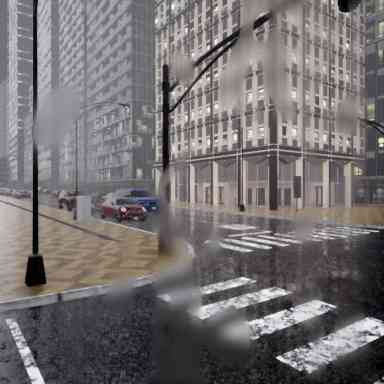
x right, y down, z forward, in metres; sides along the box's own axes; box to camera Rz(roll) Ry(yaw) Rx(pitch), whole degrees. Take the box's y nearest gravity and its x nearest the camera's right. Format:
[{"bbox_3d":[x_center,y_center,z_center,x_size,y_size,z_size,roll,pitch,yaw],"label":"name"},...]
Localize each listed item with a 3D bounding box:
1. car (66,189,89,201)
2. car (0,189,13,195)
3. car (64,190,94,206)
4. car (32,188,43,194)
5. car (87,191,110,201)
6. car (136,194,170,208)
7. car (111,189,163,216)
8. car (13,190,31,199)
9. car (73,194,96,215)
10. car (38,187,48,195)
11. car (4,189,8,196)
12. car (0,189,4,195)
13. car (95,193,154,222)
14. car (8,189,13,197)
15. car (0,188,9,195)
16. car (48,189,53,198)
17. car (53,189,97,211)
[{"bbox_3d":[-17.187,0.400,49.737,2.097,1.767,4.553,0,1,-36],"label":"car"},{"bbox_3d":[-40.283,0.016,72.100,1.947,1.339,4.313,1,0,-36],"label":"car"},{"bbox_3d":[-13.263,0.621,38.779,2.097,1.767,4.553,0,1,-35],"label":"car"},{"bbox_3d":[-40.002,-0.213,86.112,1.947,1.339,4.313,1,0,-36],"label":"car"},{"bbox_3d":[-14.050,0.644,49.829,1.947,1.339,4.313,1,0,-36],"label":"car"},{"bbox_3d":[-4.318,0.982,36.221,1.802,1.307,4.206,1,0,-36],"label":"car"},{"bbox_3d":[-4.367,0.787,26.327,2.150,2.045,5.566,0,1,-36],"label":"car"},{"bbox_3d":[-27.311,0.422,53.965,1.887,1.381,4.507,1,0,-36],"label":"car"},{"bbox_3d":[-7.855,1.103,26.762,1.802,1.307,4.206,1,0,-36],"label":"car"},{"bbox_3d":[-33.514,-0.020,77.041,1.887,1.381,4.507,1,0,-36],"label":"car"},{"bbox_3d":[-33.797,0.208,63.032,1.887,1.381,4.507,1,0,-36],"label":"car"},{"bbox_3d":[-37.040,0.107,67.566,2.008,1.369,4.403,1,0,-36],"label":"car"},{"bbox_3d":[-4.608,1.069,22.228,1.967,1.590,4.097,1,0,-36],"label":"car"},{"bbox_3d":[-30.554,0.321,58.498,2.008,1.369,4.403,1,0,-36],"label":"car"},{"bbox_3d":[-43.526,-0.112,76.633,1.887,1.381,4.507,1,0,-36],"label":"car"},{"bbox_3d":[-23.132,0.329,58.050,1.882,1.535,5.008,0,1,-36],"label":"car"},{"bbox_3d":[-11.090,0.729,31.295,2.192,1.841,5.009,1,0,-36],"label":"car"}]
